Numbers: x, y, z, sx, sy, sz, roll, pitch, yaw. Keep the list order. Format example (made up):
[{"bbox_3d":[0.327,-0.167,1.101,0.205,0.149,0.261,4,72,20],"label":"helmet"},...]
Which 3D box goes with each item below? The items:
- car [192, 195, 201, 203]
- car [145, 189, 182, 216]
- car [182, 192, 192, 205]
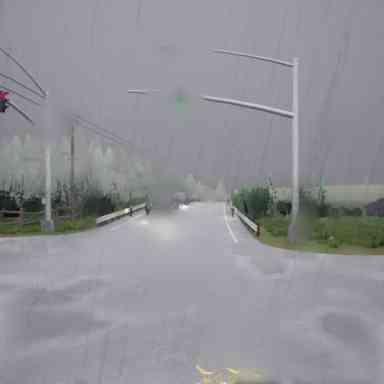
[{"bbox_3d":[0.543,1.154,56.875,2.033,1.411,5.357,0,-2,7],"label":"car"},{"bbox_3d":[-2.483,0.811,28.875,2.150,2.045,5.566,0,3,5],"label":"car"},{"bbox_3d":[-1.439,0.792,40.183,1.837,1.490,4.892,0,1,6],"label":"car"}]
